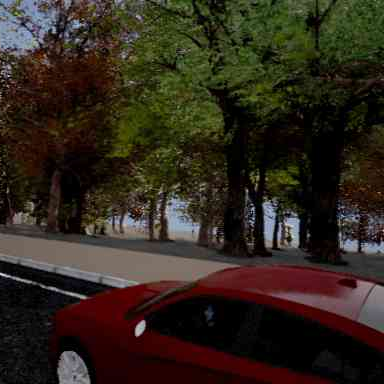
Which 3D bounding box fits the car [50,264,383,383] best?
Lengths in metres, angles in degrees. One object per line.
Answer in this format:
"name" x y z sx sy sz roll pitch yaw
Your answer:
"car" 0.624 1.487 3.240 5.008 1.535 1.882 0 0 36
